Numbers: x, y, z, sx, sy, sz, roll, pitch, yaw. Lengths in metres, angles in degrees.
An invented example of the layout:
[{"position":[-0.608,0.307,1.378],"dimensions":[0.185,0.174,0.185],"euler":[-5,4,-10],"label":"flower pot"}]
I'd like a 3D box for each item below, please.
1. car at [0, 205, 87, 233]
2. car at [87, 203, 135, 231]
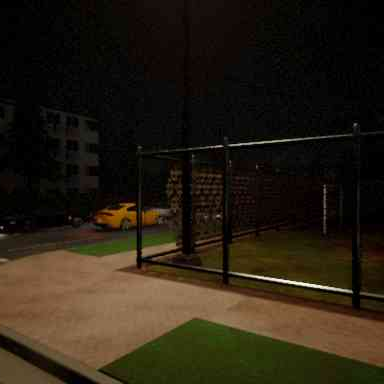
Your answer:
[{"position":[-8.557,1.510,19.913],"dimensions":[2.033,1.411,5.357],"euler":[0,0,35],"label":"car"},{"position":[-3.693,1.444,20.613],"dimensions":[1.882,1.535,5.008],"euler":[0,0,36],"label":"car"}]
